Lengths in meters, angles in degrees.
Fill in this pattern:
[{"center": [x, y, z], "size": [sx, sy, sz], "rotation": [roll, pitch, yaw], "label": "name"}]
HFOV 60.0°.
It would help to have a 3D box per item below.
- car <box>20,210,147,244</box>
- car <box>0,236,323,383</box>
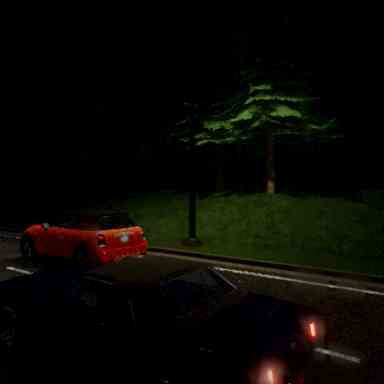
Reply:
[{"center": [-3.652, 1.357, 10.889], "size": [4.553, 1.767, 2.097], "rotation": [1, 0, 37], "label": "car"}, {"center": [-0.861, 1.601, 4.604], "size": [4.718, 1.301, 1.895], "rotation": [0, 0, 35], "label": "car"}]
